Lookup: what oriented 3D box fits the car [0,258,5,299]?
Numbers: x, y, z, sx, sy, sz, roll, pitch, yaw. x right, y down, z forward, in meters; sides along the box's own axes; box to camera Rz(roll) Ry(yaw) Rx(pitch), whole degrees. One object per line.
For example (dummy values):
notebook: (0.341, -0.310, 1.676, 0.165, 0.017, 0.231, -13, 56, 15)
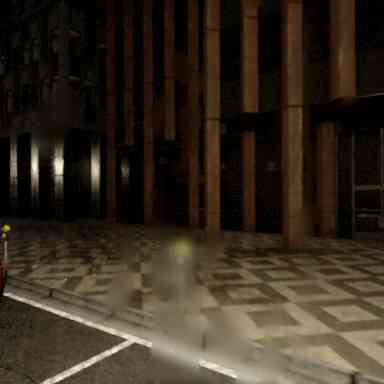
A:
car: (-5.827, 1.478, 7.118, 4.097, 1.590, 1.967, 0, 0, 35)
